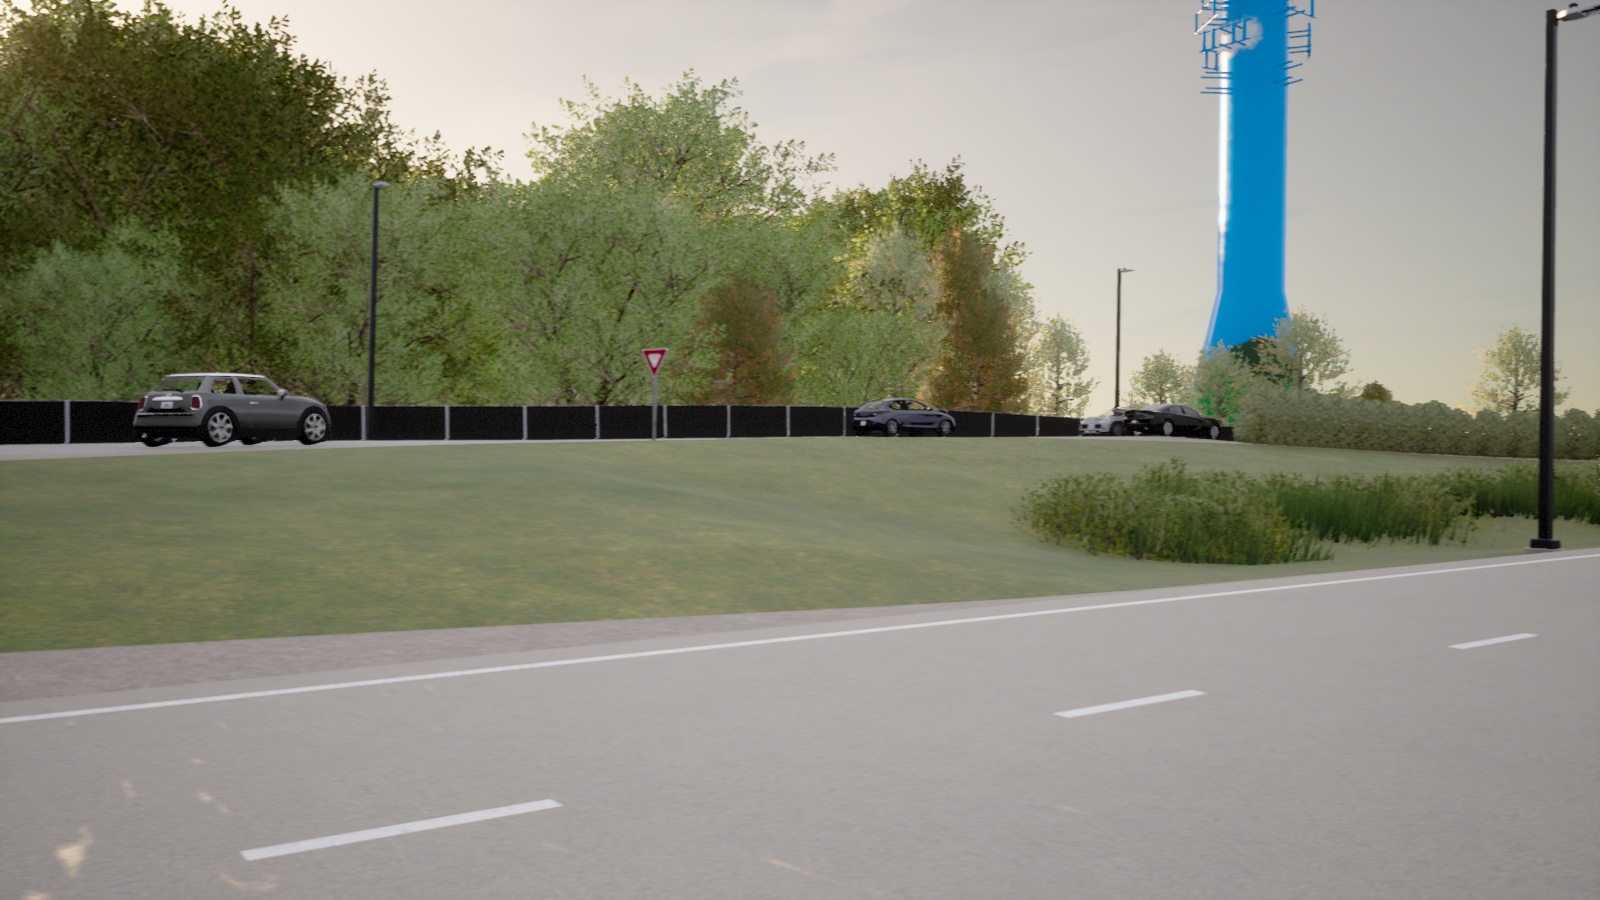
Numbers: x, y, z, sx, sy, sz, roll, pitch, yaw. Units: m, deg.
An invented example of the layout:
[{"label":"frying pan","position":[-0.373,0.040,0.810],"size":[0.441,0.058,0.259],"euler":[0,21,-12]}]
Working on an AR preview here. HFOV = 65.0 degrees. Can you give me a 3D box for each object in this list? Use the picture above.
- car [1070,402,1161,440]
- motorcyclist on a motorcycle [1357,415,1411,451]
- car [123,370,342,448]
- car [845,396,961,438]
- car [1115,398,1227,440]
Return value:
[{"label":"car","position":[14.615,-1.318,58.164],"size":[3.806,1.475,1.970],"euler":[3,-2,-33]},{"label":"motorcyclist on a motorcycle","position":[28.400,-0.818,61.059],"size":[2.350,1.649,0.766],"euler":[2,-1,-13]},{"label":"car","position":[-11.573,-0.813,25.866],"size":[1.970,1.475,3.806],"euler":[0,1,21]},{"label":"car","position":[3.881,-1.214,46.993],"size":[4.193,1.474,1.816],"euler":[-1,0,-39]},{"label":"car","position":[16.298,-1.328,55.110],"size":[5.008,1.535,1.882],"euler":[3,-2,-33]}]
